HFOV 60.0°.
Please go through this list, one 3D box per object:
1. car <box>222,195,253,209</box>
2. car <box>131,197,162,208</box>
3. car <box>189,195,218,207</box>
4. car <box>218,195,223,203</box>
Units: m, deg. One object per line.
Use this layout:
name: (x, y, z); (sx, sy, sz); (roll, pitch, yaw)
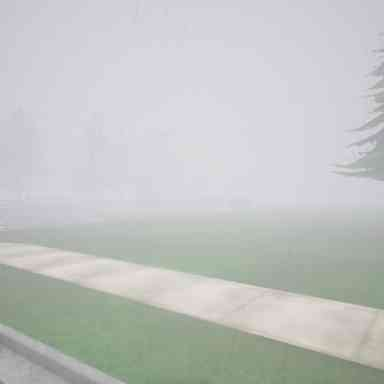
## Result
car: (6.522, 1.399, 44.879); (1.882, 1.535, 5.008); (0, 0, 36)
car: (-6.157, 1.370, 45.346); (2.128, 1.511, 4.902); (0, 0, 36)
car: (1.422, 1.419, 49.749); (1.812, 1.442, 4.674); (0, 0, 36)
car: (4.418, 1.285, 59.650); (2.097, 1.767, 4.553); (0, 0, 36)
